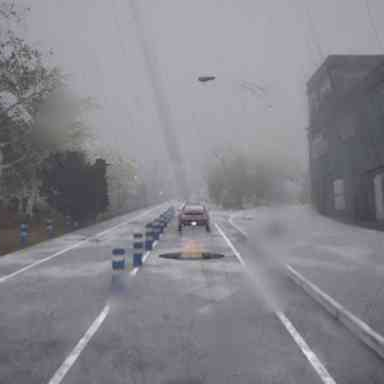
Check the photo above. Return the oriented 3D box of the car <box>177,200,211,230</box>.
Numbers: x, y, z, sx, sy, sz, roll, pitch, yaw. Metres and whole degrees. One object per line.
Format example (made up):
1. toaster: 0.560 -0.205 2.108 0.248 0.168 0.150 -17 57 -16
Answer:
1. car: 0.110 1.498 20.912 1.837 1.490 4.892 0 0 0
